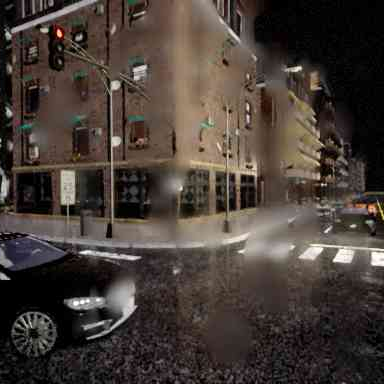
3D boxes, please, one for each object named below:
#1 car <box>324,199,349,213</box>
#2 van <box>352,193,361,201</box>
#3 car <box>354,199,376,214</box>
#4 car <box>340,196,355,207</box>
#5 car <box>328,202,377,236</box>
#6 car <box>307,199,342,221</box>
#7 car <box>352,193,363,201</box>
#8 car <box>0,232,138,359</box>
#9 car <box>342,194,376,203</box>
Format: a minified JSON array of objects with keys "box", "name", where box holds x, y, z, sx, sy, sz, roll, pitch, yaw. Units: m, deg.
[{"box":[15.463,1.442,35.539,2.008,1.369,4.403,-1,0,29],"name":"car"},{"box":[37.354,1.165,75.509,1.690,1.788,3.998,-1,0,29],"name":"van"},{"box":[18.474,1.452,35.425,1.994,1.385,4.181,0,0,29],"name":"car"},{"box":[23.591,1.386,50.378,1.752,1.417,4.829,-1,0,29],"name":"car"},{"box":[8.877,1.495,18.107,1.994,1.385,4.181,0,0,29],"name":"car"},{"box":[9.989,1.466,25.546,2.008,1.369,4.403,-1,0,29],"name":"car"},{"box":[40.090,1.133,80.504,2.192,1.841,5.009,-1,0,29],"name":"car"},{"box":[-3.356,1.459,5.572,4.902,1.511,2.128,0,1,13],"name":"car"},{"box":[13.602,1.261,26.692,2.097,1.767,4.553,0,0,29],"name":"car"}]
